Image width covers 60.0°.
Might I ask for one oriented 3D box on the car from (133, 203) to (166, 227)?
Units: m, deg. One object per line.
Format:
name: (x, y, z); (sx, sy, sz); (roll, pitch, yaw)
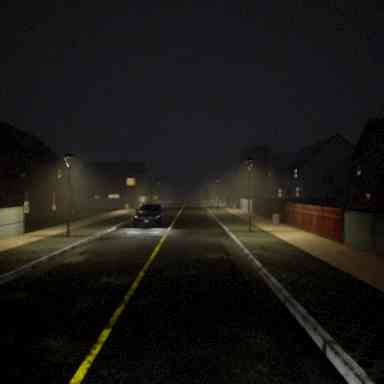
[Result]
car: (-2.803, 1.526, 22.865); (1.812, 1.442, 4.674); (0, 0, 0)
